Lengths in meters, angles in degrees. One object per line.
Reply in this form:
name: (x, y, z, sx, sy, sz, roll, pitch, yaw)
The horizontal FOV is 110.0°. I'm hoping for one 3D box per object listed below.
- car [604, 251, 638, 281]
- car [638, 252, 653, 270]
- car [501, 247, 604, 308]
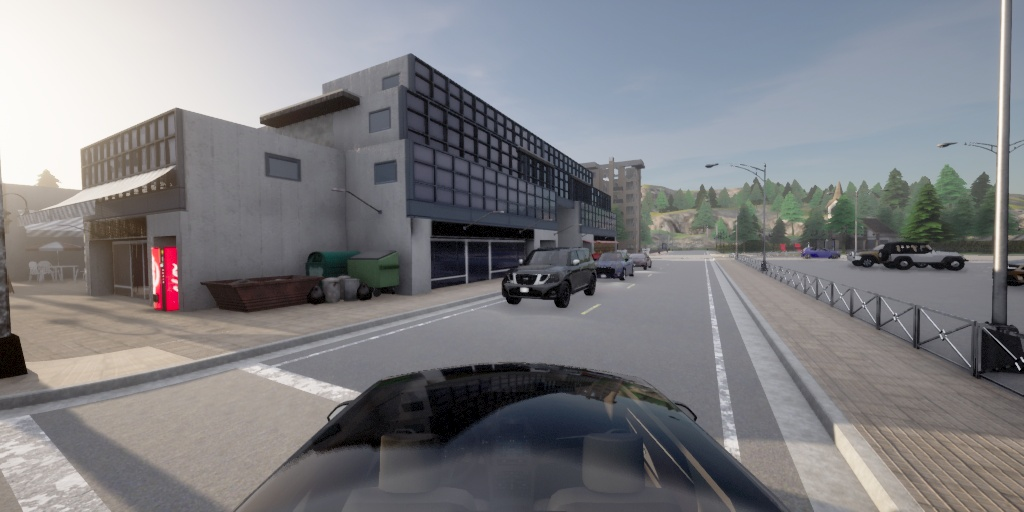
car: (6.334, 0.521, 22.681, 2.097, 1.767, 4.553, 0, 2, 28)
car: (11.162, 0.406, 31.703, 1.812, 1.442, 4.674, 0, 2, 28)
car: (1.698, 0.670, 14.007, 2.150, 2.045, 5.566, 0, 2, 28)
